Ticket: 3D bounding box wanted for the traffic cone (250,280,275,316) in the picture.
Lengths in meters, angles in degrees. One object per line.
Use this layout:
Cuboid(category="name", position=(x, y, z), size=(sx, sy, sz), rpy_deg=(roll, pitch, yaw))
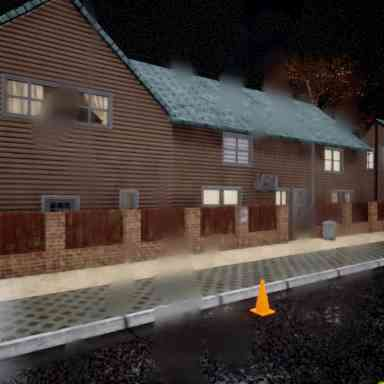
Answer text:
Cuboid(category="traffic cone", position=(1.324, 1.954, 6.247), size=(0.340, 0.580, 0.340), rpy_deg=(0, 0, -34))
